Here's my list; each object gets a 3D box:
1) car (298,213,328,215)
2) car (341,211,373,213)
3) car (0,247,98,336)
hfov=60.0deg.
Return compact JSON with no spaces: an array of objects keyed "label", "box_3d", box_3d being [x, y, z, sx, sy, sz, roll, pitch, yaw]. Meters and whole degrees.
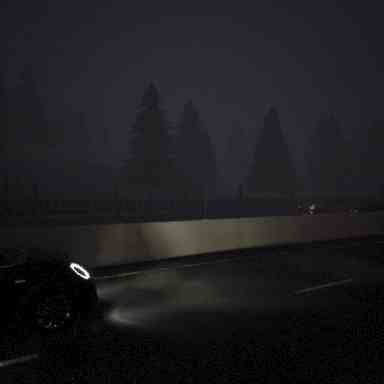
[{"label":"car","box_3d":[11.557,1.273,29.288,4.553,1.767,2.097,0,0,-21]},{"label":"car","box_3d":[13.985,1.423,26.505,4.902,1.511,2.128,0,0,-20]},{"label":"car","box_3d":[-3.854,1.333,5.127,4.553,1.767,2.097,0,0,-36]}]
